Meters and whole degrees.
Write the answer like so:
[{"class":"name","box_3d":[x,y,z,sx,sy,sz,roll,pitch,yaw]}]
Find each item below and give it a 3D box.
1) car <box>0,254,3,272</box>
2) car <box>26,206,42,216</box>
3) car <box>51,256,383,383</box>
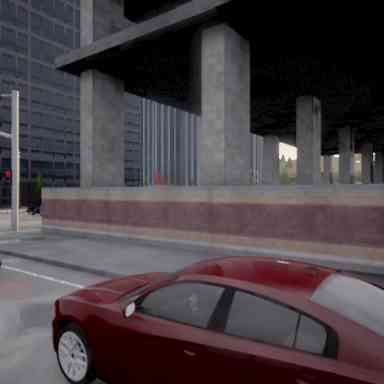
[{"class":"car","box_3d":[-6.887,1.570,8.850,4.181,1.385,1.994,0,0,36]},{"class":"car","box_3d":[-14.083,1.675,33.517,1.895,1.301,4.718,0,0,36]},{"class":"car","box_3d":[0.460,1.479,3.662,5.008,1.535,1.882,0,0,35]}]
